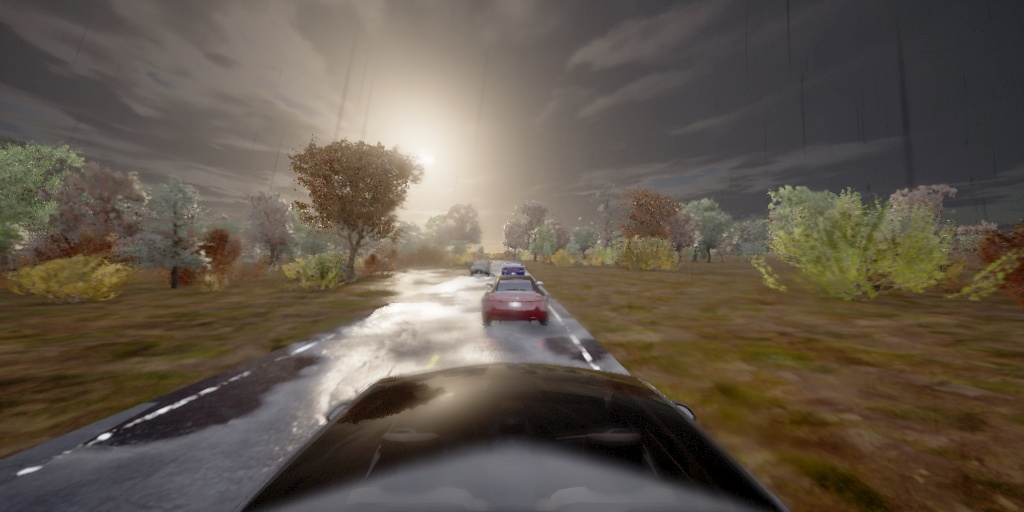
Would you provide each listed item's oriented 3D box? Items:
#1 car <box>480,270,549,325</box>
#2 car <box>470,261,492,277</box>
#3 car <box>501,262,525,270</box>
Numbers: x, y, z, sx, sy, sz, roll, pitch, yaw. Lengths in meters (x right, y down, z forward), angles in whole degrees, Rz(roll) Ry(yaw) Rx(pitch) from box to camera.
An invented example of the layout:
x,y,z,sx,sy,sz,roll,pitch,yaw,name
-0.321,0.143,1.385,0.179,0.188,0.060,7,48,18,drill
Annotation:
x,y,z,sx,sy,sz,roll,pitch,yaw,name
0.099,1.315,11.856,1.994,1.385,4.181,0,0,0,car
-3.093,1.248,36.086,1.837,1.490,4.892,0,0,0,car
0.100,1.224,30.554,1.882,1.535,5.008,0,0,0,car
